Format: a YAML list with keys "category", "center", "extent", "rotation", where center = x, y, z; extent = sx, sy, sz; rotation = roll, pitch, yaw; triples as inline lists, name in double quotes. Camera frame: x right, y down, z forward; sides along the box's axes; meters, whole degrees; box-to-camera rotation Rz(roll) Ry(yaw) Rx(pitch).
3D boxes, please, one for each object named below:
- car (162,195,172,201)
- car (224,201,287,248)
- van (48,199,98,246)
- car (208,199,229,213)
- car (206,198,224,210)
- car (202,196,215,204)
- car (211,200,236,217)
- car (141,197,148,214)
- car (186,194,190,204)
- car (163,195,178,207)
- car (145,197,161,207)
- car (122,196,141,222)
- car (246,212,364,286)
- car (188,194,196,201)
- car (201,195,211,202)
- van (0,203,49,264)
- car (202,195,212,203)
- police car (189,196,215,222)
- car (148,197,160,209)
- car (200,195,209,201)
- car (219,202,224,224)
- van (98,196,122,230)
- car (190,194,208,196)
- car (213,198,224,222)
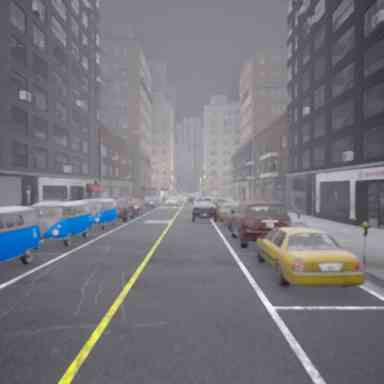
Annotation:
- category: "car"
  center: [-5.645, 1.342, 76.022]
  extent: [1.887, 1.381, 4.507]
  rotation: [-1, 0, 0]
- category: "car"
  center: [2.858, 1.283, 14.575]
  extent: [2.192, 1.841, 5.009]
  rotation: [-1, 0, 0]
- category: "van"
  center: [-5.673, 1.309, 14.579]
  extent: [1.690, 1.788, 3.998]
  rotation: [-1, 0, 0]
- category: "car"
  center: [2.875, 1.478, 36.919]
  extent: [1.947, 1.339, 4.313]
  rotation: [-1, 0, 0]
- category: "car"
  center: [2.879, 1.448, 42.504]
  extent: [2.008, 1.369, 4.403]
  rotation: [-1, 0, 0]
- category: "car"
  center: [2.890, 1.401, 59.262]
  extent: [2.008, 1.369, 4.403]
  rotation: [-1, 0, 0]
- category: "car"
  center: [2.871, 1.492, 31.333]
  extent: [1.947, 1.339, 4.313]
  rotation: [-1, 0, 0]
- category: "car"
  center: [-5.665, 1.367, 31.336]
  extent: [1.967, 1.590, 4.097]
  rotation: [-1, 0, 0]
- category: "car"
  center: [0.025, 1.348, 61.517]
  extent: [1.837, 1.490, 4.892]
  rotation: [0, 0, 0]
- category: "car"
  center: [-3.058, 1.406, 49.075]
  extent: [1.812, 1.442, 4.674]
  rotation: [0, 0, 0]
- category: "car"
  center: [-5.656, 1.465, 48.094]
  extent: [1.802, 1.307, 4.206]
  rotation: [-1, 0, 0]
- category: "car"
  center: [-5.669, 1.256, 25.750]
  extent: [2.192, 1.841, 5.009]
  rotation: [-1, 0, 0]
- category: "car"
  center: [2.857, 1.505, 9.159]
  extent: [1.752, 1.417, 4.829]
  rotation: [-1, 0, 0]
- category: "car"
  center: [0.031, 1.139, 76.622]
  extent: [1.882, 1.535, 5.008]
  rotation: [0, 0, 0]
- category: "car"
  center: [2.897, 1.381, 70.434]
  extent: [1.947, 1.339, 4.313]
  rotation: [-1, 0, 0]
- category: "van"
  center: [-5.675, 1.322, 8.992]
  extent: [1.690, 1.788, 3.998]
  rotation: [-1, 0, 0]
- category: "car"
  center: [2.893, 1.357, 65.018]
  extent: [1.752, 1.417, 4.829]
  rotation: [-1, 0, 0]
- category: "police car"
  center: [0.910, 1.365, 26.085]
  extent: [1.930, 1.638, 5.238]
  rotation: [0, 0, 0]
- category: "car"
  center: [-5.660, 1.338, 42.507]
  extent: [1.967, 1.590, 4.097]
  rotation: [-1, 0, 0]
- category: "car"
  center: [2.901, 1.379, 76.020]
  extent: [1.802, 1.307, 4.206]
  rotation: [-1, 0, 0]
- category: "car"
  center: [2.864, 1.537, 20.161]
  extent: [1.802, 1.307, 4.206]
  rotation: [-1, 0, 0]
- category: "van"
  center: [-5.671, 1.296, 20.164]
  extent: [1.690, 1.788, 3.998]
  rotation: [-1, 0, 0]
- category: "car"
  center: [0.914, 1.370, 36.164]
  extent: [1.801, 1.575, 5.366]
  rotation: [0, 0, 0]
- category: "car"
  center: [2.867, 1.466, 25.917]
  extent: [1.752, 1.417, 4.829]
  rotation: [-1, 0, 0]
